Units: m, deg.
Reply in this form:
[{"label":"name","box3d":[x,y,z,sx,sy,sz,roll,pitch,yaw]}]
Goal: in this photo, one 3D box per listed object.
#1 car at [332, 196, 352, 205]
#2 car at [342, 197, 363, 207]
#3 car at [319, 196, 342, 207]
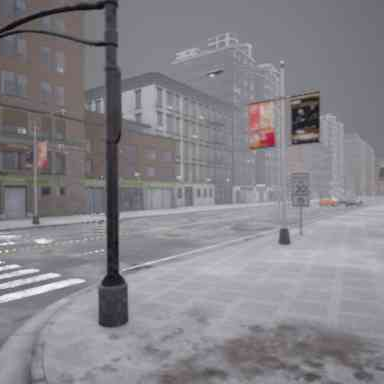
[{"label":"car","box3d":[26.672,1.529,59.039,2.033,1.411,5.357,-1,-1,37]},{"label":"car","box3d":[24.493,1.490,50.238,2.033,1.411,5.357,-1,0,34]},{"label":"car","box3d":[21.065,1.336,51.031,2.097,1.767,4.553,-1,0,35]}]
